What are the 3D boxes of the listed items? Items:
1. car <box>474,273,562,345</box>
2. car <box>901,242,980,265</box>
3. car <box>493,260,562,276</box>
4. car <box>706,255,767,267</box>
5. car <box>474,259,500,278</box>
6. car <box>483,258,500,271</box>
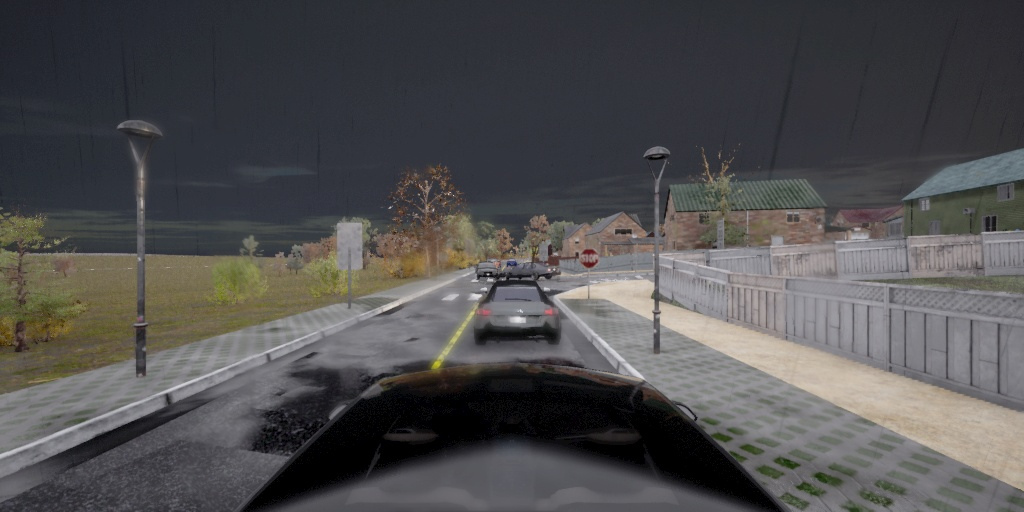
[{"bbox_3d":[0.099,1.313,9.506,1.994,1.385,4.181,0,0,-1],"label":"car"},{"bbox_3d":[23.880,-0.208,20.486,4.902,1.511,2.128,-3,0,14],"label":"car"},{"bbox_3d":[1.325,1.198,28.522,5.357,1.411,2.033,-4,-3,43],"label":"car"},{"bbox_3d":[14.378,0.413,22.904,4.181,1.385,1.994,-3,0,16],"label":"car"},{"bbox_3d":[-2.264,1.258,31.431,1.837,1.490,4.892,0,0,-8],"label":"car"},{"bbox_3d":[-2.869,1.121,51.249,2.097,1.767,4.553,0,0,1],"label":"car"}]
